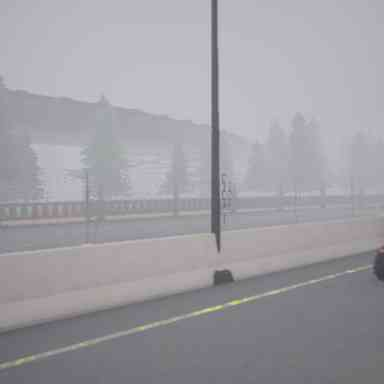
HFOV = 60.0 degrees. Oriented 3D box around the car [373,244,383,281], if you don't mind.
[{"bbox_3d":[6.351,1.480,8.272,4.181,1.385,1.994,-1,0,-35],"label":"car"}]
